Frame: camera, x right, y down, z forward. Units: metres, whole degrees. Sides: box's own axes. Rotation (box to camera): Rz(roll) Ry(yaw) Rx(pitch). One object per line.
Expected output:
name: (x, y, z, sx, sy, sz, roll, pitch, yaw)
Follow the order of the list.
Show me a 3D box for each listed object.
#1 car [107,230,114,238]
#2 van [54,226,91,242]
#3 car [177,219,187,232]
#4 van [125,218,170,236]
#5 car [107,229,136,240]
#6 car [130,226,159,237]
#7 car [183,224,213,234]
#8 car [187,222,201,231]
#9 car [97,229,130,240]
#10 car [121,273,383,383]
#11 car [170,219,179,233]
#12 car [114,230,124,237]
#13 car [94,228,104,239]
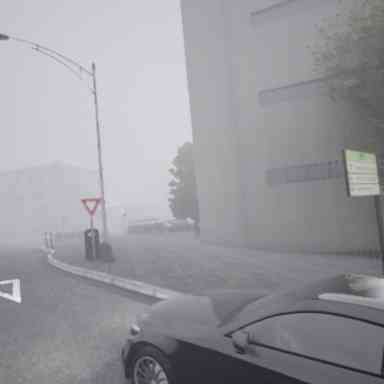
car: (-14.805, 6.365, 50.292, 4.553, 1.767, 2.185, -6, -8, 16)
van: (-16.568, 5.723, 45.049, 4.442, 1.987, 1.878, -6, -7, 16)
car: (-3.778, 4.932, 44.485, 5.008, 1.535, 2.097, -6, -8, 16)
van: (-5.310, 4.166, 39.128, 4.442, 1.987, 1.878, -6, -7, 16)
car: (-12.351, 7.427, 58.362, 4.674, 1.452, 2.002, -6, -8, 16)
car: (-6.968, 5.891, 49.505, 2.033, 1.411, 5.357, -6, -8, 16)
car: (1.103, 6.713, 60.360, 4.792, 1.488, 2.163, -6, -8, 16)
car: (-0.519, 6.124, 55.045, 4.792, 1.488, 2.163, -6, -8, 16)
car: (-13.137, 7.120, 55.703, 4.792, 1.488, 2.163, -6, -8, 16)
car: (1.370, 1.527, 3.039, 4.674, 1.442, 1.812, 0, 0, 38)
car: (-4.568, 4.680, 41.777, 4.792, 1.488, 2.163, -6, -7, 16)
car: (-14.155, 6.817, 53.112, 5.366, 1.575, 1.946, -6, -8, 16)
car: (-15.641, 6.204, 47.632, 5.008, 1.535, 2.097, -6, -7, 16)
